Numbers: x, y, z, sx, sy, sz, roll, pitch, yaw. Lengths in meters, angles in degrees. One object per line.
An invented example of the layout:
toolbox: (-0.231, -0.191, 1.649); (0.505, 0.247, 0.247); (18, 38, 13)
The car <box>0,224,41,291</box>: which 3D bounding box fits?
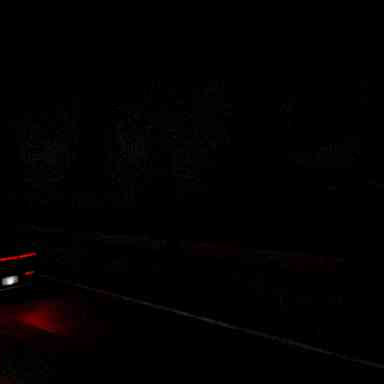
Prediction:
car: (-5.550, 1.490, 7.963); (4.892, 1.490, 1.837); (0, 0, 36)
